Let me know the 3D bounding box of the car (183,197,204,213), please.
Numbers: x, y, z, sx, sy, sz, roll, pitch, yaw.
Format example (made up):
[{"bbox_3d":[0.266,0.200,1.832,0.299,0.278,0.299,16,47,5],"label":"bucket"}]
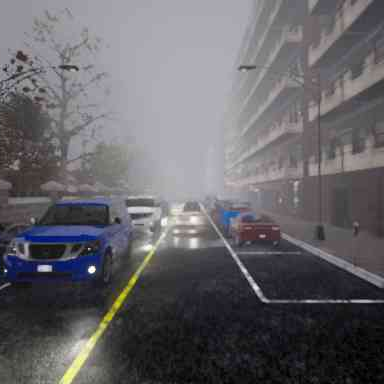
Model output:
[{"bbox_3d":[0.011,1.618,38.407,1.994,1.385,4.181,0,0,0],"label":"car"}]

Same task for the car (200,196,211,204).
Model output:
[{"bbox_3d":[2.711,1.556,65.609,1.967,1.590,4.097,0,0,0],"label":"car"}]

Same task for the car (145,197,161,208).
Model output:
[{"bbox_3d":[-5.673,1.515,48.722,1.967,1.590,4.097,0,0,0],"label":"car"}]

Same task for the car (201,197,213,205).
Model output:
[{"bbox_3d":[2.709,1.646,59.980,1.887,1.381,4.507,0,0,0],"label":"car"}]

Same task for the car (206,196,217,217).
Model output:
[{"bbox_3d":[2.702,1.482,31.829,1.967,1.590,4.097,0,0,0],"label":"car"}]

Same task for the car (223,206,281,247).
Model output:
[{"bbox_3d":[2.697,1.561,14.938,1.887,1.381,4.507,0,0,0],"label":"car"}]

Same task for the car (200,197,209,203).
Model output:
[{"bbox_3d":[2.712,1.714,71.240,1.802,1.307,4.206,0,0,0],"label":"car"}]

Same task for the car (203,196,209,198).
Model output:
[{"bbox_3d":[2.705,1.608,43.089,1.887,1.381,4.507,0,0,0],"label":"car"}]

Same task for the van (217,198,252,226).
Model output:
[{"bbox_3d":[2.699,1.365,20.569,1.690,1.788,3.998,0,0,0],"label":"van"}]

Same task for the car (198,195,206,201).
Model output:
[{"bbox_3d":[2.717,1.628,88.130,1.967,1.590,4.097,0,0,0],"label":"car"}]

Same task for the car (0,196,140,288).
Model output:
[{"bbox_3d":[-3.088,1.231,9.647,2.150,2.045,5.566,0,0,-1],"label":"car"}]

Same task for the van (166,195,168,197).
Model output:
[{"bbox_3d":[-5.671,1.442,59.983,1.690,1.788,3.998,0,0,0],"label":"van"}]

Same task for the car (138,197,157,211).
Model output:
[{"bbox_3d":[-5.675,1.503,43.093,1.967,1.590,4.097,0,0,0],"label":"car"}]

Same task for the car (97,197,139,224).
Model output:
[{"bbox_3d":[-5.680,1.347,26.202,2.192,1.841,5.009,0,0,0],"label":"car"}]

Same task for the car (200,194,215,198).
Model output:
[{"bbox_3d":[2.707,1.390,48.720,2.192,1.841,5.009,0,0,0],"label":"car"}]

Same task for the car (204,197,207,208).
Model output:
[{"bbox_3d":[2.703,1.603,37.459,2.008,1.369,4.403,0,0,0],"label":"car"}]

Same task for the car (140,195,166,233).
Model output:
[{"bbox_3d":[-3.074,1.245,20.360,2.150,2.045,5.566,0,0,0],"label":"car"}]

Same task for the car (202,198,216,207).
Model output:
[{"bbox_3d":[2.707,1.638,54.350,2.008,1.369,4.403,0,0,0],"label":"car"}]

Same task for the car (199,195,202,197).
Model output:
[{"bbox_3d":[0.018,1.567,48.746,2.128,1.511,4.902,0,0,0],"label":"car"}]

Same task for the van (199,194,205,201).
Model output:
[{"bbox_3d":[2.719,1.548,93.761,1.690,1.788,3.998,0,0,0],"label":"van"}]

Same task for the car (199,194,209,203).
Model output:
[{"bbox_3d":[2.714,1.465,76.870,2.192,1.841,5.009,0,0,0],"label":"car"}]

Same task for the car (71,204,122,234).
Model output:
[{"bbox_3d":[-5.681,1.548,20.402,1.752,1.417,4.829,0,0,0],"label":"car"}]

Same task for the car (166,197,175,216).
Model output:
[{"bbox_3d":[-3.052,1.535,32.741,2.128,1.511,4.902,0,0,0],"label":"car"}]
